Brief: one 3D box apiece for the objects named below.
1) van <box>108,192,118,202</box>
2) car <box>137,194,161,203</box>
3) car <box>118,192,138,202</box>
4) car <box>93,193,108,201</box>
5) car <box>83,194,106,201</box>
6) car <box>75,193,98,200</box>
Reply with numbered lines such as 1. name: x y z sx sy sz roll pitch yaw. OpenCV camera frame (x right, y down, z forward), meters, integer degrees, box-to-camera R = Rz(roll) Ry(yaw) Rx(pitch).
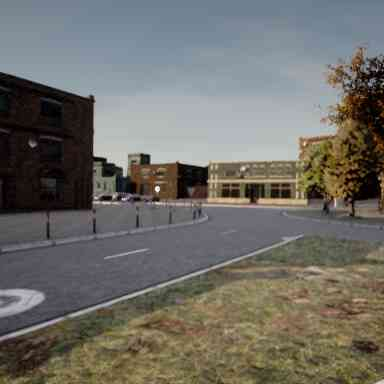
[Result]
1. van: -15.209 1.089 71.426 1.878 1.987 4.442 1 0 32
2. car: -8.113 1.459 67.045 2.163 1.488 4.792 1 0 32
3. car: -12.673 1.234 69.998 2.185 1.767 4.553 1 0 32
4. car: -19.728 1.094 74.453 2.185 1.767 4.553 1 0 32
5. car: -22.205 1.165 75.972 2.097 1.535 5.008 1 0 32
6. car: -24.443 1.117 77.399 2.231 1.521 4.892 1 0 32
